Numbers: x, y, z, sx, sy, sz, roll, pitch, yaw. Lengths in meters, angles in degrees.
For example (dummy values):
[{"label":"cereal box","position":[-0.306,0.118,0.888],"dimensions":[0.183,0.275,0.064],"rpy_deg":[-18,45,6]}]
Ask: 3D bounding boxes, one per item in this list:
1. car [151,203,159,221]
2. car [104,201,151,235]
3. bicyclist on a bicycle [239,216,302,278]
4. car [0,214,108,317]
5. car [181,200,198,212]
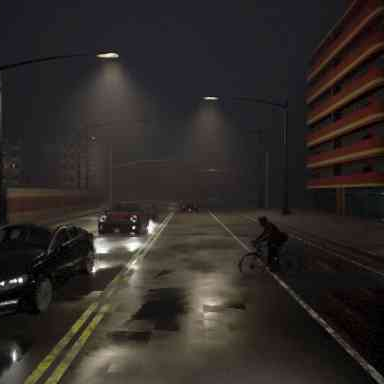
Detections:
[{"label":"car","position":[-3.737,1.564,26.659],"dimensions":[1.994,1.385,4.181],"rpy_deg":[0,0,-1]},{"label":"car","position":[-3.759,1.351,18.801],"dimensions":[2.097,1.767,4.553],"rpy_deg":[0,0,0]},{"label":"bicyclist on a bicycle","position":[2.042,1.453,8.711],"dimensions":[1.656,1.620,0.582],"rpy_deg":[-2,0,-1]},{"label":"car","position":[-3.661,1.492,7.656],"dimensions":[2.128,1.511,4.902],"rpy_deg":[0,0,-1]},{"label":"car","position":[-0.264,1.600,37.777],"dimensions":[1.895,1.301,4.718],"rpy_deg":[0,0,0]}]
